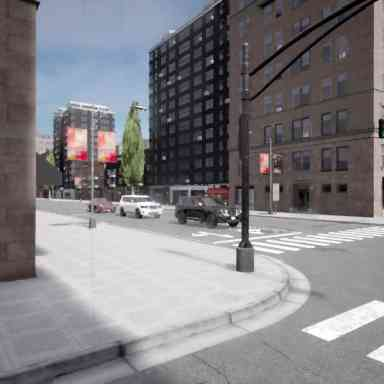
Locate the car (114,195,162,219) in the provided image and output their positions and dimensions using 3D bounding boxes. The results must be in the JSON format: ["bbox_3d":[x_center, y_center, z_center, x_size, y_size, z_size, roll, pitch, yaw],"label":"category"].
[{"bbox_3d":[-4.921,1.325,31.045,2.150,2.045,5.566,0,0,-36],"label":"car"}]

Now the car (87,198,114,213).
[{"bbox_3d":[-10.582,1.492,38.896,2.097,1.767,4.553,0,0,-36],"label":"car"}]

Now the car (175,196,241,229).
[{"bbox_3d":[0.951,1.286,22.912,2.150,2.045,5.566,0,0,-36],"label":"car"}]
